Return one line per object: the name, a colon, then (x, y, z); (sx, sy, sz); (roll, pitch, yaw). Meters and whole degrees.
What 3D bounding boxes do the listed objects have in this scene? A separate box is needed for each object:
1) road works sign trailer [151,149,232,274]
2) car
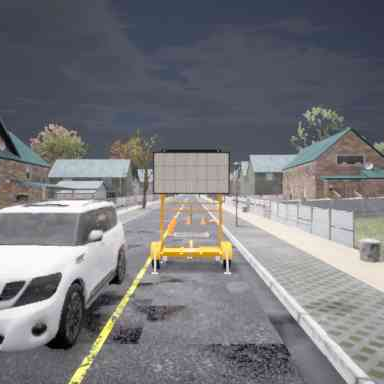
road works sign trailer: (-0.022, 0.467, 10.519); (2.380, 3.560, 2.880); (0, 0, 0)
car: (-2.763, 1.223, 6.575); (2.150, 2.045, 5.566); (0, 0, 0)
